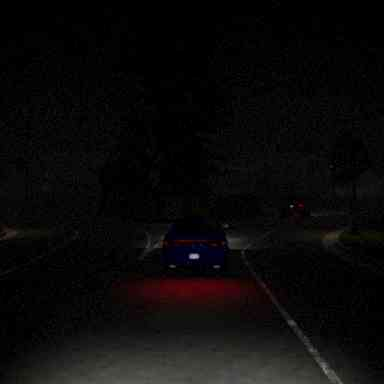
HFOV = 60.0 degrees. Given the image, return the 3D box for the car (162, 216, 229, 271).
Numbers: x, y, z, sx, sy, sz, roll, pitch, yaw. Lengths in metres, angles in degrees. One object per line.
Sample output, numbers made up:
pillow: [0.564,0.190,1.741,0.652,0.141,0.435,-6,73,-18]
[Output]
car: [0.207,1.527,11.153,1.882,1.535,5.008,0,0,3]

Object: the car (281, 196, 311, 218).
car: [9.978,1.361,31.827,2.150,2.045,5.566,1,0,26]
